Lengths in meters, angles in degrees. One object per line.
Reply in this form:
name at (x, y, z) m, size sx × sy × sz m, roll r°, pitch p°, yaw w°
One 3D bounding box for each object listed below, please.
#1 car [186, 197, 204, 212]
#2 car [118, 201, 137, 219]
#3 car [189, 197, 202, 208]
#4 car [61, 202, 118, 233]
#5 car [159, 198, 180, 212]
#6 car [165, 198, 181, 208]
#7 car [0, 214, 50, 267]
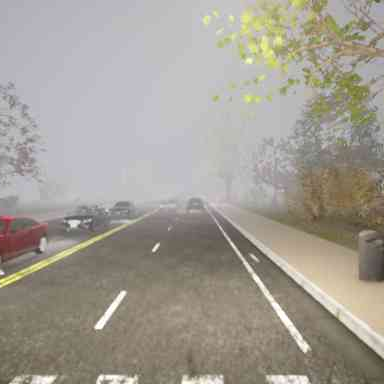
car at (0.408, 1.420, 39.929) m, size 2.097 × 1.767 × 4.553 m, roll 0°, pitch 0°, yaw 1°
car at (-6.278, 1.586, 30.685) m, size 1.837 × 1.490 × 4.892 m, roll 0°, pitch 0°, yaw 1°
car at (0.521, 1.547, 50.262) m, size 1.882 × 1.535 × 5.008 m, roll 0°, pitch 0°, yaw 1°
car at (-6.385, 1.565, 20.497) m, size 2.128 × 1.511 × 4.902 m, roll 0°, pitch 0°, yaw 1°
car at (-2.840, 1.677, 40.058) m, size 1.895 × 1.301 × 4.718 m, roll 0°, pitch 0°, yaw 1°
car at (-2.732, 1.625, 50.078) m, size 2.033 × 1.411 × 5.357 m, roll 0°, pitch 0°, yaw 1°
car at (-6.487, 1.542, 11.022) m, size 1.882 × 1.535 × 5.008 m, roll 0°, pitch 0°, yaw 0°
